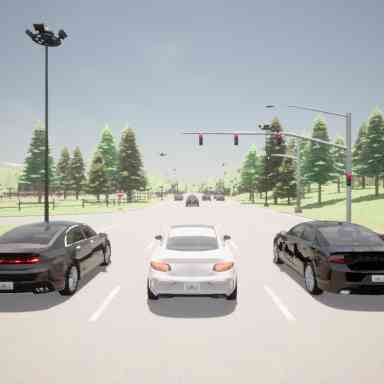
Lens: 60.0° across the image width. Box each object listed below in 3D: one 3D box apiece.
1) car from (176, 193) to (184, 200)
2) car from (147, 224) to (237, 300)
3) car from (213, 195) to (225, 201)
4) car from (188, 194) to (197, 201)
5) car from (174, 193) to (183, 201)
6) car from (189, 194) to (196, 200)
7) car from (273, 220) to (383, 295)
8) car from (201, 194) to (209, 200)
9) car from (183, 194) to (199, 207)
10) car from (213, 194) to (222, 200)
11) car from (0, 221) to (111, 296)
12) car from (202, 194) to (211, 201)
[{"bbox_3d":[-3.388,1.188,93.162,2.097,1.767,4.553,0,0,0],"label":"car"},{"bbox_3d":[0.016,1.526,8.252,1.812,1.442,4.674,0,0,0],"label":"car"},{"bbox_3d":[7.100,1.517,82.759,2.128,1.511,4.902,0,0,0],"label":"car"},{"bbox_3d":[0.100,1.348,83.154,2.097,1.767,4.553,0,0,0],"label":"car"},{"bbox_3d":[-3.400,1.544,83.155,1.994,1.385,4.181,0,0,0],"label":"car"},{"bbox_3d":[0.112,1.332,93.188,1.837,1.490,4.892,0,0,0],"label":"car"},{"bbox_3d":[3.522,1.478,8.743,1.882,1.535,5.008,0,0,0],"label":"car"},{"bbox_3d":[3.612,1.372,93.183,2.033,1.411,5.357,0,0,0],"label":"car"},{"bbox_3d":[0.063,1.352,52.125,2.097,1.767,4.553,0,0,0],"label":"car"},{"bbox_3d":[7.112,1.385,93.179,1.994,1.385,4.181,0,0,0],"label":"car"},{"bbox_3d":[-3.479,1.505,8.646,1.837,1.490,4.892,0,0,0],"label":"car"},{"bbox_3d":[3.600,1.348,83.150,2.097,1.767,4.553,0,0,0],"label":"car"}]
